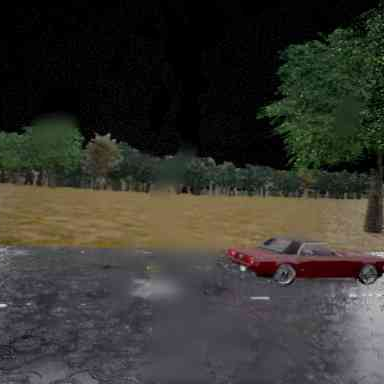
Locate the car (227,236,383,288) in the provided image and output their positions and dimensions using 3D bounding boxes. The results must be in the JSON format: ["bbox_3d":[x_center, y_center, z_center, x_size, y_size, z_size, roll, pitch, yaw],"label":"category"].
[{"bbox_3d":[3.591,2.092,10.355,4.718,1.301,1.895,4,-3,-17],"label":"car"}]
